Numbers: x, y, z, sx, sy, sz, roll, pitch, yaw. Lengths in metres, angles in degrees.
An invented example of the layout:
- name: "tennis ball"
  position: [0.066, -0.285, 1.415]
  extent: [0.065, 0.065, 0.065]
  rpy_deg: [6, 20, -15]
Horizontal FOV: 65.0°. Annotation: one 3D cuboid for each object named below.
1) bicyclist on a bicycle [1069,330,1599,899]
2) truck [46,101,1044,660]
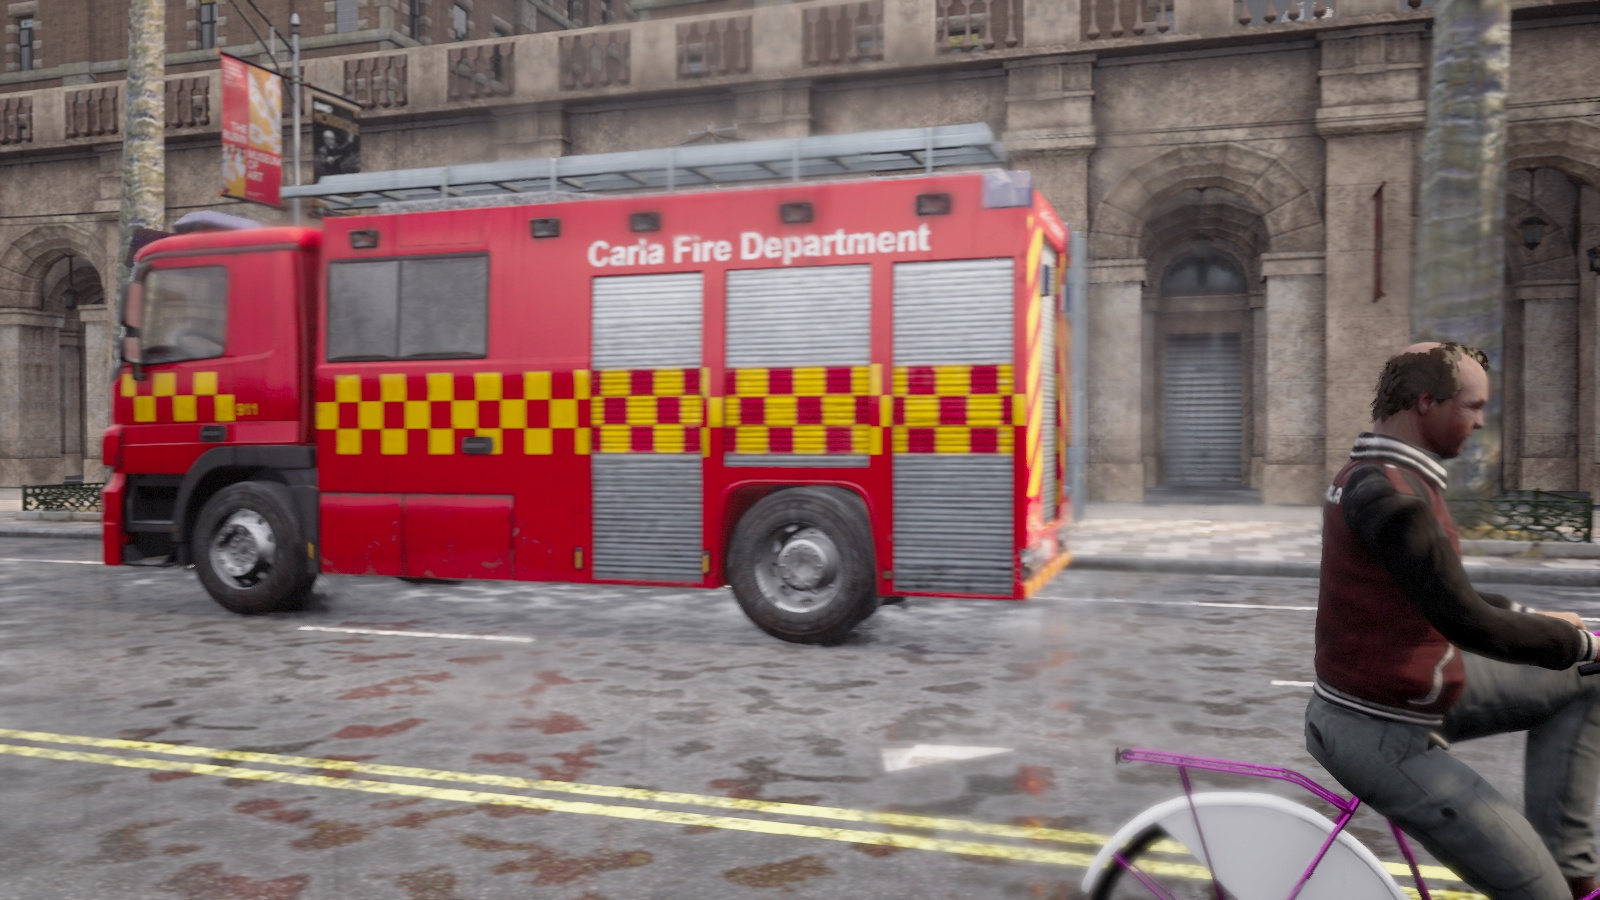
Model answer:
- name: "bicyclist on a bicycle"
  position: [1.548, 0.660, 2.669]
  extent: [1.843, 1.776, 0.659]
  rpy_deg: [0, 1, 19]
- name: "truck"
  position: [-2.283, -0.528, 11.312]
  extent: [8.468, 3.827, 2.891]
  rpy_deg: [1, 1, 18]
